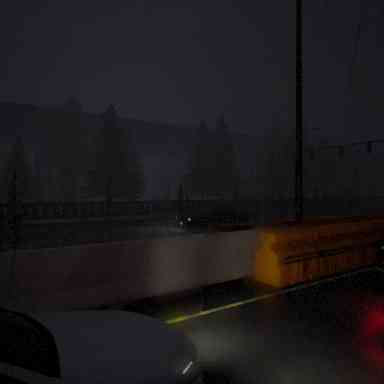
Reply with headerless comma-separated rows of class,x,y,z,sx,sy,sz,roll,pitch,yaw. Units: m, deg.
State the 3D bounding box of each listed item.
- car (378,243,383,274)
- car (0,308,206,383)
car,6.627,1.492,8.479,4.902,1.511,2.128,0,0,-36
car,-2.045,1.526,2.290,4.674,1.442,1.812,0,0,-36
